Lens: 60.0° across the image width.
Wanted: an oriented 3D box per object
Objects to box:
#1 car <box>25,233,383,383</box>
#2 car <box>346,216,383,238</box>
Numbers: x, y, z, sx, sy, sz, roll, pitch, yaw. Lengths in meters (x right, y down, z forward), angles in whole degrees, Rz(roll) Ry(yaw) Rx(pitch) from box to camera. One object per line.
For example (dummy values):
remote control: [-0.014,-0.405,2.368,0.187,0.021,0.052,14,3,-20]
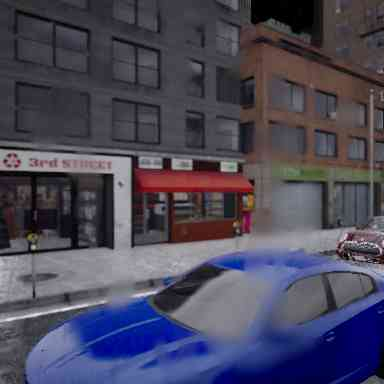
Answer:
car: [0.782,1.506,3.938,5.008,1.535,1.882,1,0,-36]
car: [6.862,1.567,11.571,4.097,1.590,1.967,1,-1,-36]
